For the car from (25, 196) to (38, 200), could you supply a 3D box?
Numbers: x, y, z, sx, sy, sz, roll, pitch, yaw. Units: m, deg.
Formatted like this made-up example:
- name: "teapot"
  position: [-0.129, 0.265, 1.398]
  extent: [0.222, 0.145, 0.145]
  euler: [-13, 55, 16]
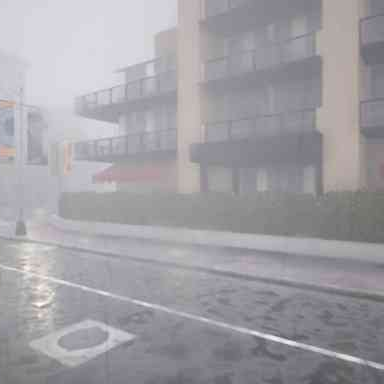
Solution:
- name: "car"
  position: [-36.547, 1.665, 72.448]
  extent: [4.892, 1.521, 2.231]
  euler: [0, 0, 35]
